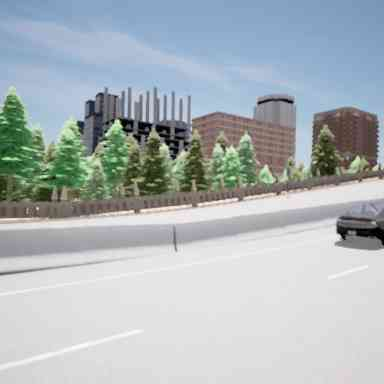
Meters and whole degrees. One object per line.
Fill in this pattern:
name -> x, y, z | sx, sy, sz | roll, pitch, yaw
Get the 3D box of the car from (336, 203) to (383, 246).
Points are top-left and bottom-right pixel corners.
car -> 7.944, 1.195, 13.795 | 4.902, 1.511, 2.128 | -4, 2, -35
